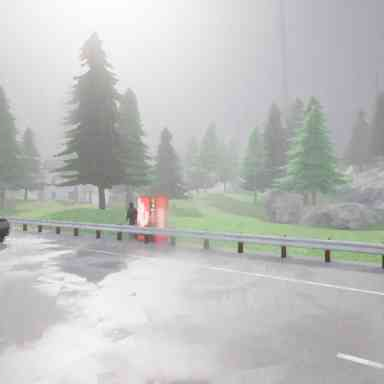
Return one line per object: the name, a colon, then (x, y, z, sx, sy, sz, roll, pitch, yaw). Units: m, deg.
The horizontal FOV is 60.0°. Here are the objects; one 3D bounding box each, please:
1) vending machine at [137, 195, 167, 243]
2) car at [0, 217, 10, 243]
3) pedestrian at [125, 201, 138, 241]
vending machine: (-1.855, 1.195, 15.373, 0.880, 2.100, 1.100, 0, 0, 33)
car: (-10.036, 1.491, 14.605, 4.902, 1.511, 2.128, 0, 0, 31)
pedestrian: (-2.757, 1.294, 15.198, 0.375, 1.860, 0.375, 0, 0, 33)
